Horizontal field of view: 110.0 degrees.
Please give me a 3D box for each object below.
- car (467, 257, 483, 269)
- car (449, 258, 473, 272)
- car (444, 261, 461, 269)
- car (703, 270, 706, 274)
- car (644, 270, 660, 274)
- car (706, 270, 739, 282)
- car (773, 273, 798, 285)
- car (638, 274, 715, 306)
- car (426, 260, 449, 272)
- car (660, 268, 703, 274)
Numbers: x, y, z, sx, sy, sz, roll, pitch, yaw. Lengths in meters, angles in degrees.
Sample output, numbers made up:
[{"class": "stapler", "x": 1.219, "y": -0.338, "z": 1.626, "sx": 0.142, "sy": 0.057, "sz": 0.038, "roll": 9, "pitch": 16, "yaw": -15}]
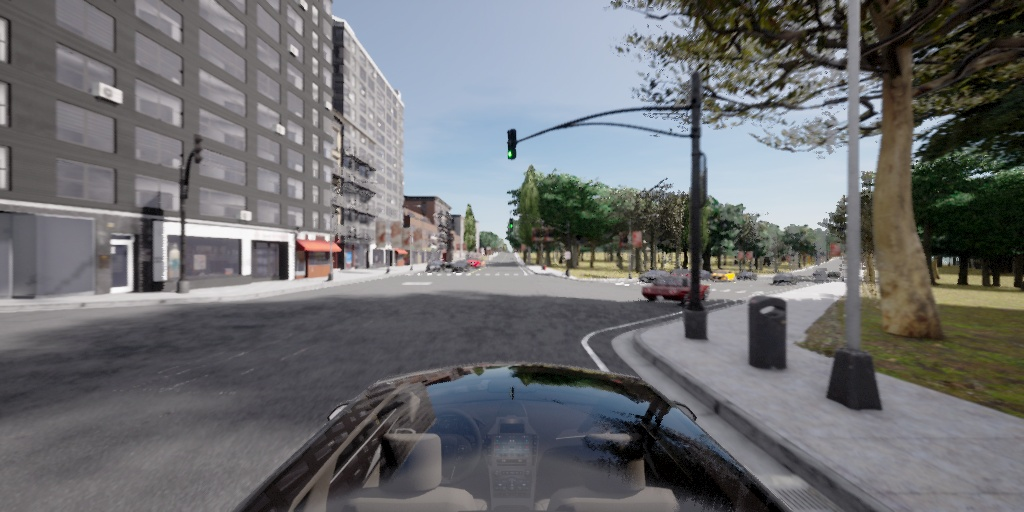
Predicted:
[{"class": "car", "x": -6.514, "y": 1.104, "z": 58.873, "sx": 2.150, "sy": 2.045, "sz": 5.566, "roll": 0, "pitch": -1, "yaw": 1}, {"class": "car", "x": -6.537, "y": 1.305, "z": 46.411, "sx": 1.837, "sy": 1.490, "sz": 4.892, "roll": 0, "pitch": 0, "yaw": 1}, {"class": "car", "x": -9.765, "y": 1.483, "z": 58.981, "sx": 1.895, "sy": 1.301, "sz": 4.718, "roll": 0, "pitch": 0, "yaw": 0}, {"class": "car", "x": 26.795, "y": 2.729, "z": 50.691, "sx": 5.357, "sy": 1.411, "sz": 2.033, "roll": 3, "pitch": -2, "yaw": -45}, {"class": "car", "x": 16.112, "y": 2.241, "z": 40.020, "sx": 5.357, "sy": 1.411, "sz": 2.033, "roll": 2, "pitch": -2, "yaw": -44}, {"class": "car", "x": 27.595, "y": 2.593, "z": 46.921, "sx": 5.008, "sy": 1.535, "sz": 1.882, "roll": 3, "pitch": -2, "yaw": -45}, {"class": "car", "x": 32.397, "y": 2.686, "z": 42.493, "sx": 2.033, "sy": 1.411, "sz": 5.357, "roll": 0, "pitch": -2, "yaw": 45}, {"class": "car", "x": 8.634, "y": 1.761, "z": 18.636, "sx": 4.718, "sy": 1.301, "sz": 1.895, "roll": 2, "pitch": -2, "yaw": -45}, {"class": "car", "x": -9.786, "y": 1.292, "z": 46.499, "sx": 2.128, "sy": 1.511, "sz": 4.902, "roll": 0, "pitch": 0, "yaw": 1}, {"class": "car", "x": 17.414, "y": 2.011, "z": 36.733, "sx": 4.553, "sy": 1.767, "sz": 2.097, "roll": 2, "pitch": -2, "yaw": -45}]
